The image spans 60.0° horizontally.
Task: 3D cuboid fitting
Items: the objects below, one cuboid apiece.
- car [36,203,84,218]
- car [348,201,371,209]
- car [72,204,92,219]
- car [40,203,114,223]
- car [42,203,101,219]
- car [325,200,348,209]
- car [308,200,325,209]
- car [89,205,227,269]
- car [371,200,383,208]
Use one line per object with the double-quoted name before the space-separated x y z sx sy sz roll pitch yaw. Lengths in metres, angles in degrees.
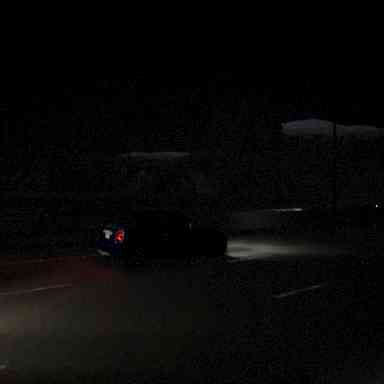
"car" -8.552 1.607 23.684 4.674 1.442 1.812 1 -1 -36
"car" 26.280 2.151 51.411 1.812 1.442 4.674 0 0 45
"car" -5.234 1.665 21.753 4.181 1.385 1.994 1 -1 -36
"car" -9.376 1.647 27.395 5.357 1.411 2.033 1 -1 -35
"car" -11.018 1.706 30.523 4.718 1.301 1.895 1 0 -35
"car" 24.147 2.101 54.220 1.882 1.535 5.008 0 0 45
"car" 21.376 2.103 56.376 2.128 1.511 4.902 0 -1 45
"car" -0.930 1.424 11.678 4.553 1.767 2.097 1 -1 -35
"car" 28.495 1.980 48.709 2.097 1.767 4.553 0 -1 45
